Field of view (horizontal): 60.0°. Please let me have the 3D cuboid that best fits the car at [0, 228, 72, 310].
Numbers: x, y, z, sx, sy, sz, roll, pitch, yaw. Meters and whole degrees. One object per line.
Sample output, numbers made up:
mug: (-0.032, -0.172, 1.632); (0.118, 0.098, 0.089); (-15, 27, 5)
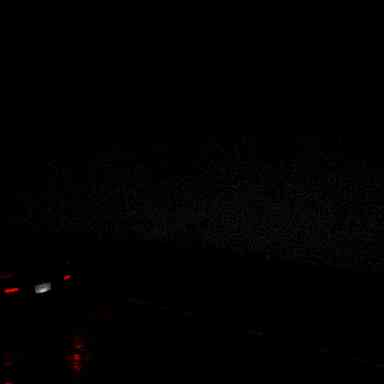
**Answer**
car: (-4.500, 1.523, 7.201); (4.674, 1.442, 1.812); (0, 0, 36)
